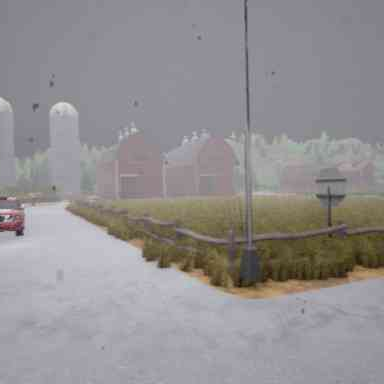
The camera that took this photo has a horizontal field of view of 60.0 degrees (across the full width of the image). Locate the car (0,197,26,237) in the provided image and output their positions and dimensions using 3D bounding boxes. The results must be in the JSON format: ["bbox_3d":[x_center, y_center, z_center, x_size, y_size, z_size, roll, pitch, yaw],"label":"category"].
[{"bbox_3d":[-10.577,1.330,18.518,2.150,2.045,5.566,-2,0,-25],"label":"car"}]
